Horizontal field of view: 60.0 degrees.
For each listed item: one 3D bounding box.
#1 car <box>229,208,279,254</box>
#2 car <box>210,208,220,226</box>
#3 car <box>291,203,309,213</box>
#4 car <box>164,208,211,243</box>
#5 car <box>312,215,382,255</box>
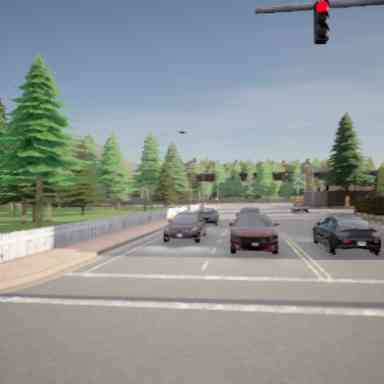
[{"bbox_3d":[2.730,1.707,14.773,1.882,1.535,5.008,-1,-1,9],"label":"car"},{"bbox_3d":[1.261,2.028,27.551,1.994,1.385,4.181,-1,-1,9],"label":"car"},{"bbox_3d":[15.232,2.246,47.239,1.895,1.301,4.718,-1,-1,9],"label":"car"},{"bbox_3d":[-0.232,1.848,18.261,1.812,1.442,4.674,-1,-1,9],"label":"car"},{"bbox_3d":[6.412,1.702,14.106,1.812,1.442,4.674,-1,-1,9],"label":"car"}]
